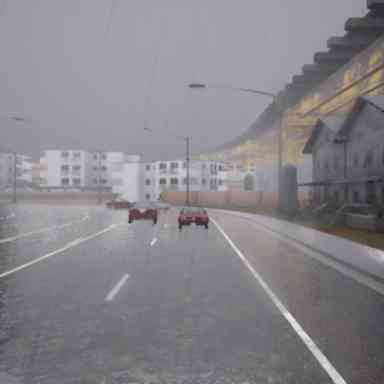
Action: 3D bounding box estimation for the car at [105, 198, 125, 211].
[{"bbox_3d":[-9.752,1.567,43.361,1.882,1.535,5.008,0,0,-34],"label":"car"}]

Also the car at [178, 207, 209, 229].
[{"bbox_3d":[0.060,1.648,22.071,1.895,1.301,4.718,0,0,-1],"label":"car"}]

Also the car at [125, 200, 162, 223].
[{"bbox_3d":[-3.652,1.406,25.837,2.097,1.767,4.553,0,0,-3],"label":"car"}]

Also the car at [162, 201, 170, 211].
[{"bbox_3d":[-4.532,1.688,41.645,1.895,1.301,4.718,0,0,-27],"label":"car"}]
